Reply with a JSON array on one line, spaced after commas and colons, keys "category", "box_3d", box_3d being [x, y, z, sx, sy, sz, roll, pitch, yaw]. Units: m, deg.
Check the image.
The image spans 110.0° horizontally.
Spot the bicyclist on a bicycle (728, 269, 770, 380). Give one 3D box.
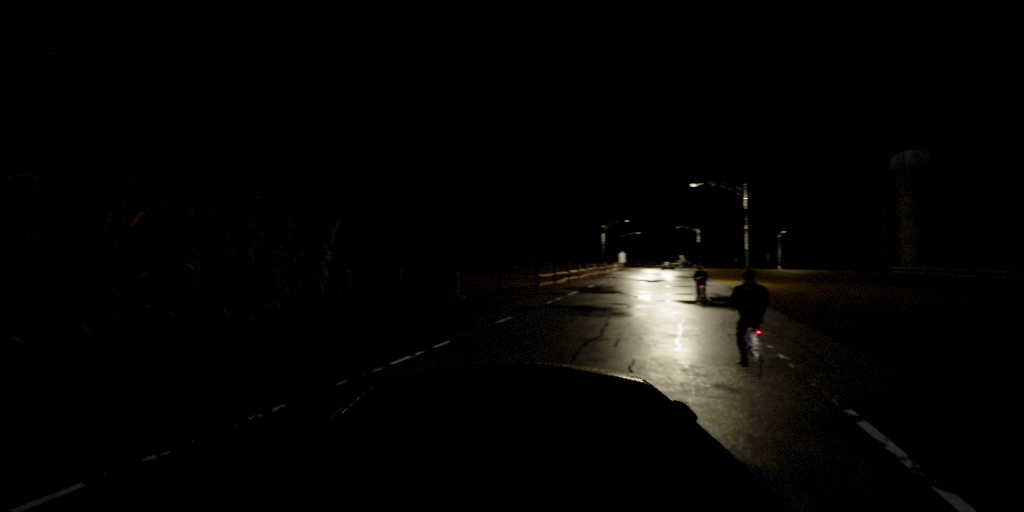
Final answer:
[{"category": "bicyclist on a bicycle", "box_3d": [4.104, 1.098, 6.255, 0.659, 1.776, 1.843, -1, 0, 23]}]

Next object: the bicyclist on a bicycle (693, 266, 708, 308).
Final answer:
[{"category": "bicyclist on a bicycle", "box_3d": [7.530, 1.210, 14.301, 0.582, 1.620, 1.656, -1, -1, 23]}]

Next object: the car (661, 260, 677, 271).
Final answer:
[{"category": "car", "box_3d": [25.130, 1.676, 57.849, 1.994, 1.385, 4.181, -1, -1, 23]}]
